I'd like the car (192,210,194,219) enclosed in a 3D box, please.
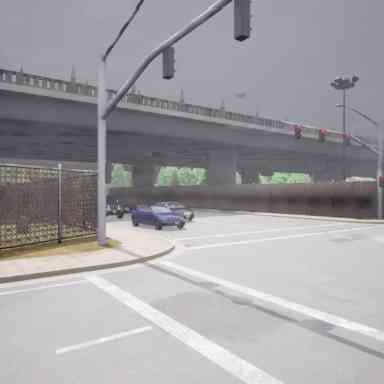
[{"bbox_3d":[-1.729,1.547,26.817,2.128,1.511,4.902,0,0,-36],"label":"car"}]

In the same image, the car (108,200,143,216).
[{"bbox_3d":[-6.903,1.619,34.068,1.994,1.385,4.181,0,0,-36],"label":"car"}]

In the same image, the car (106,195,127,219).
[{"bbox_3d":[-7.988,1.277,29.557,2.150,2.045,5.566,0,0,-36],"label":"car"}]

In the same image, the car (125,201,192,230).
[{"bbox_3d":[-2.330,1.581,21.677,1.812,1.442,4.674,0,0,-38],"label":"car"}]
